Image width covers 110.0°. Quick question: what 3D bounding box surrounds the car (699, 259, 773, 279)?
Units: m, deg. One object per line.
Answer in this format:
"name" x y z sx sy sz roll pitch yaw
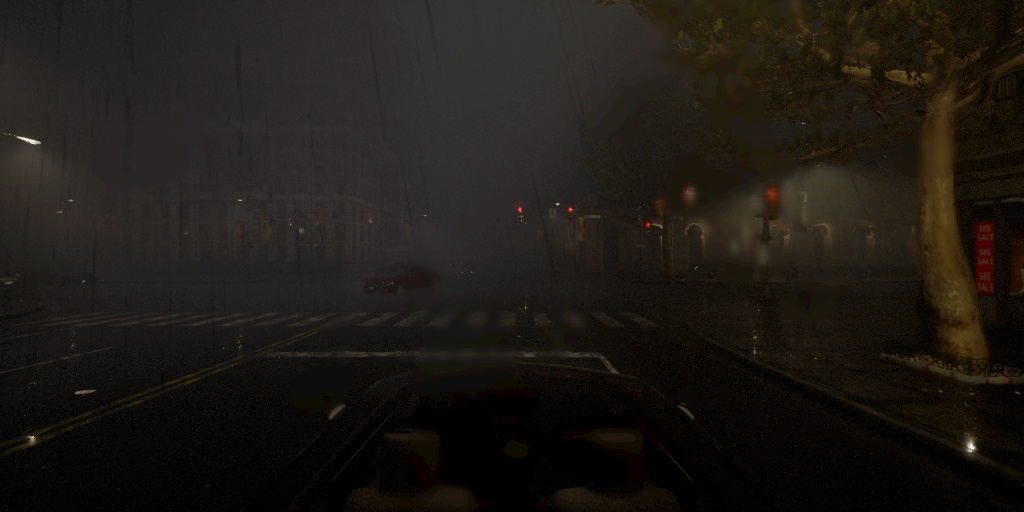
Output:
"car" 19.441 1.255 31.269 4.892 1.490 1.837 0 0 1

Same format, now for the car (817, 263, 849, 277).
"car" 32.856 1.350 34.645 4.718 1.301 1.895 0 0 1

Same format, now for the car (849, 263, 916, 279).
"car" 32.745 1.350 31.146 4.718 1.301 1.895 0 0 1

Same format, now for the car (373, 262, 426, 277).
"car" -10.921 1.275 35.035 4.674 1.442 1.812 0 0 0

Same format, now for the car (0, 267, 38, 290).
"car" -30.496 1.242 20.035 4.902 1.511 2.128 0 0 1

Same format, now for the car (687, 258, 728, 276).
"car" 19.463 1.102 34.771 4.553 1.767 2.097 0 0 0

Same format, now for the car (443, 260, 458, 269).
"car" -10.376 1.314 57.312 1.994 1.385 4.181 0 0 1

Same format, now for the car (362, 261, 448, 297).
"car" -5.712 1.227 19.214 1.882 1.535 5.008 -1 0 21

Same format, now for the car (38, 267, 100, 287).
"car" -30.273 1.351 23.532 4.718 1.301 1.895 0 0 1

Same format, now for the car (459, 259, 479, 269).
"car" -6.869 1.228 57.776 1.882 1.535 5.008 0 0 1
